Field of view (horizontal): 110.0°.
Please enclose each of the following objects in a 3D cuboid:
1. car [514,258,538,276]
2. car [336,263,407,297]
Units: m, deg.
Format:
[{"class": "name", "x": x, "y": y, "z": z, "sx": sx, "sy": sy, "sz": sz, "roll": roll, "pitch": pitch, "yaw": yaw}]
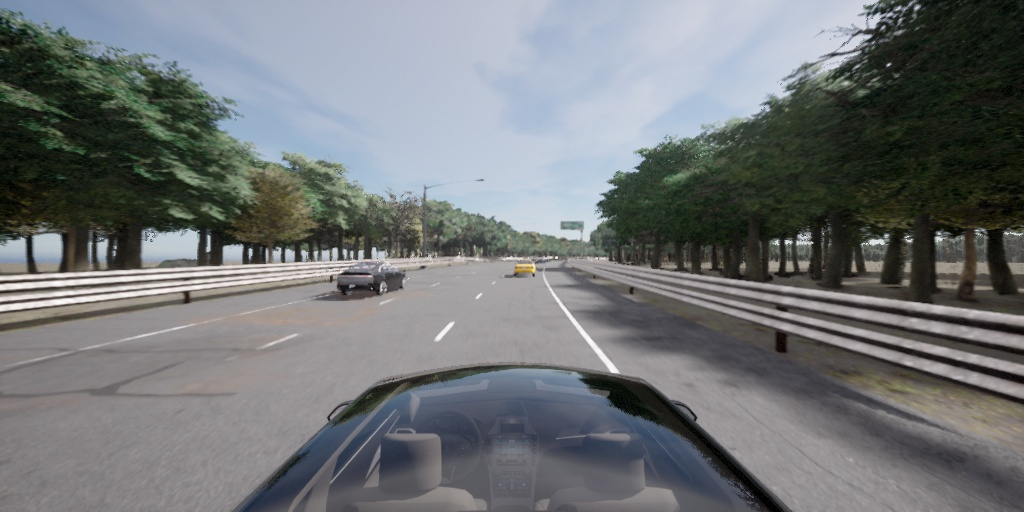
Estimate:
[{"class": "car", "x": 1.220, "y": 0.932, "z": 32.554, "sx": 1.801, "sy": 1.575, "sz": 5.366, "roll": 0, "pitch": 1, "yaw": 4}, {"class": "car", "x": -6.674, "y": 1.059, "z": 17.635, "sx": 2.128, "sy": 1.511, "sz": 4.902, "roll": 0, "pitch": 1, "yaw": 2}]
